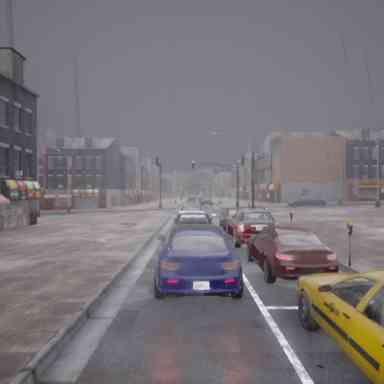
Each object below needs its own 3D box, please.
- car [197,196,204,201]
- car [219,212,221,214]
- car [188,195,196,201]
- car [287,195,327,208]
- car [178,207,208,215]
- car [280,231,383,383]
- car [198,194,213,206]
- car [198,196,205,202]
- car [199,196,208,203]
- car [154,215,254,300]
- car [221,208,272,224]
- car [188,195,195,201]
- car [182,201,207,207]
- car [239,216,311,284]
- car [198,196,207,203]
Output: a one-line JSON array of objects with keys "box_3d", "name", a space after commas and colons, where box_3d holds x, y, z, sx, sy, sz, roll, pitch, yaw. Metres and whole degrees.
[{"box_3d": [2.444, 1.856, 95.586, 1.752, 1.417, 4.829, -1, 0, 0], "name": "car"}, {"box_3d": [2.596, 1.594, 20.257, 1.802, 1.307, 4.206, 0, 0, 0], "name": "car"}, {"box_3d": [-0.160, 1.745, 82.651, 1.837, 1.490, 4.892, 0, 0, 0], "name": "car"}, {"box_3d": [14.065, 1.143, 40.788, 4.674, 1.442, 1.812, -2, 0, 1], "name": "car"}, {"box_3d": [0.056, 1.607, 15.754, 1.895, 1.301, 4.718, 0, 0, 0], "name": "car"}, {"box_3d": [2.628, 1.525, 4.027, 1.752, 1.417, 4.829, 0, 0, 0], "name": "car"}, {"box_3d": [2.519, 1.567, 57.601, 1.967, 1.590, 4.097, -1, 0, 0], "name": "car"}, {"box_3d": [2.455, 1.823, 90.184, 1.752, 1.417, 4.829, -1, 0, 0], "name": "car"}, {"box_3d": [2.487, 1.645, 73.807, 1.967, 1.590, 4.097, -1, 0, 0], "name": "car"}, {"box_3d": [0.089, 1.527, 8.310, 1.812, 1.442, 4.674, 0, 0, -2], "name": "car"}, {"box_3d": [2.606, 1.446, 14.791, 1.967, 1.590, 4.097, 0, 0, 0], "name": "car"}, {"box_3d": [-0.180, 1.671, 93.072, 1.812, 1.442, 4.674, 0, 0, 0], "name": "car"}, {"box_3d": [-0.023, 1.622, 25.845, 1.895, 1.301, 4.718, 0, 0, 0], "name": "car"}, {"box_3d": [2.617, 1.584, 9.325, 1.802, 1.307, 4.206, 0, 0, 0], "name": "car"}, {"box_3d": [2.476, 1.674, 79.210, 1.967, 1.590, 4.097, -1, 0, 0], "name": "car"}]
